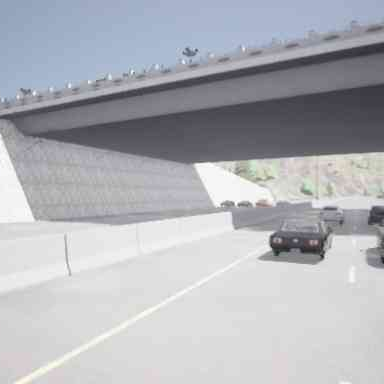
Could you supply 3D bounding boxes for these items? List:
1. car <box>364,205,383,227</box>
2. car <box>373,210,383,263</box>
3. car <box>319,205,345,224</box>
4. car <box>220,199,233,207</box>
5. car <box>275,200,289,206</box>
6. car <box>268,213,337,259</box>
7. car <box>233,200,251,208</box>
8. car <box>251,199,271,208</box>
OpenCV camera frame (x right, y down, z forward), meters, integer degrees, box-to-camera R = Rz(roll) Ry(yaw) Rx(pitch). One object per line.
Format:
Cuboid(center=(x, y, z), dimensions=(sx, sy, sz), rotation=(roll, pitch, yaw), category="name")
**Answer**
Cuboid(center=(14.434, 1.772, 25.480), dimensions=(1.837, 1.490, 4.892), rotation=(0, 0, 27), category="car")
Cuboid(center=(7.786, 1.632, 12.039), dimensions=(1.837, 1.490, 4.892), rotation=(0, 0, 27), category="car")
Cuboid(center=(11.476, 1.814, 27.384), dimensions=(1.812, 1.442, 4.674), rotation=(0, 0, 27), category="car")
Cuboid(center=(7.108, 2.214, 65.954), dimensions=(2.128, 1.511, 4.902), rotation=(0, -1, 27), category="car")
Cuboid(center=(16.812, 2.207, 61.889), dimensions=(2.033, 1.411, 5.357), rotation=(0, -1, 27), category="car")
Cuboid(center=(4.530, 1.744, 13.358), dimensions=(1.895, 1.301, 4.718), rotation=(0, -1, 27), category="car")
Cuboid(center=(10.256, 2.240, 64.420), dimensions=(2.033, 1.411, 5.357), rotation=(0, -1, 27), category="car")
Cuboid(center=(13.412, 2.026, 62.941), dimensions=(2.097, 1.767, 4.553), rotation=(0, -1, 27), category="car")
